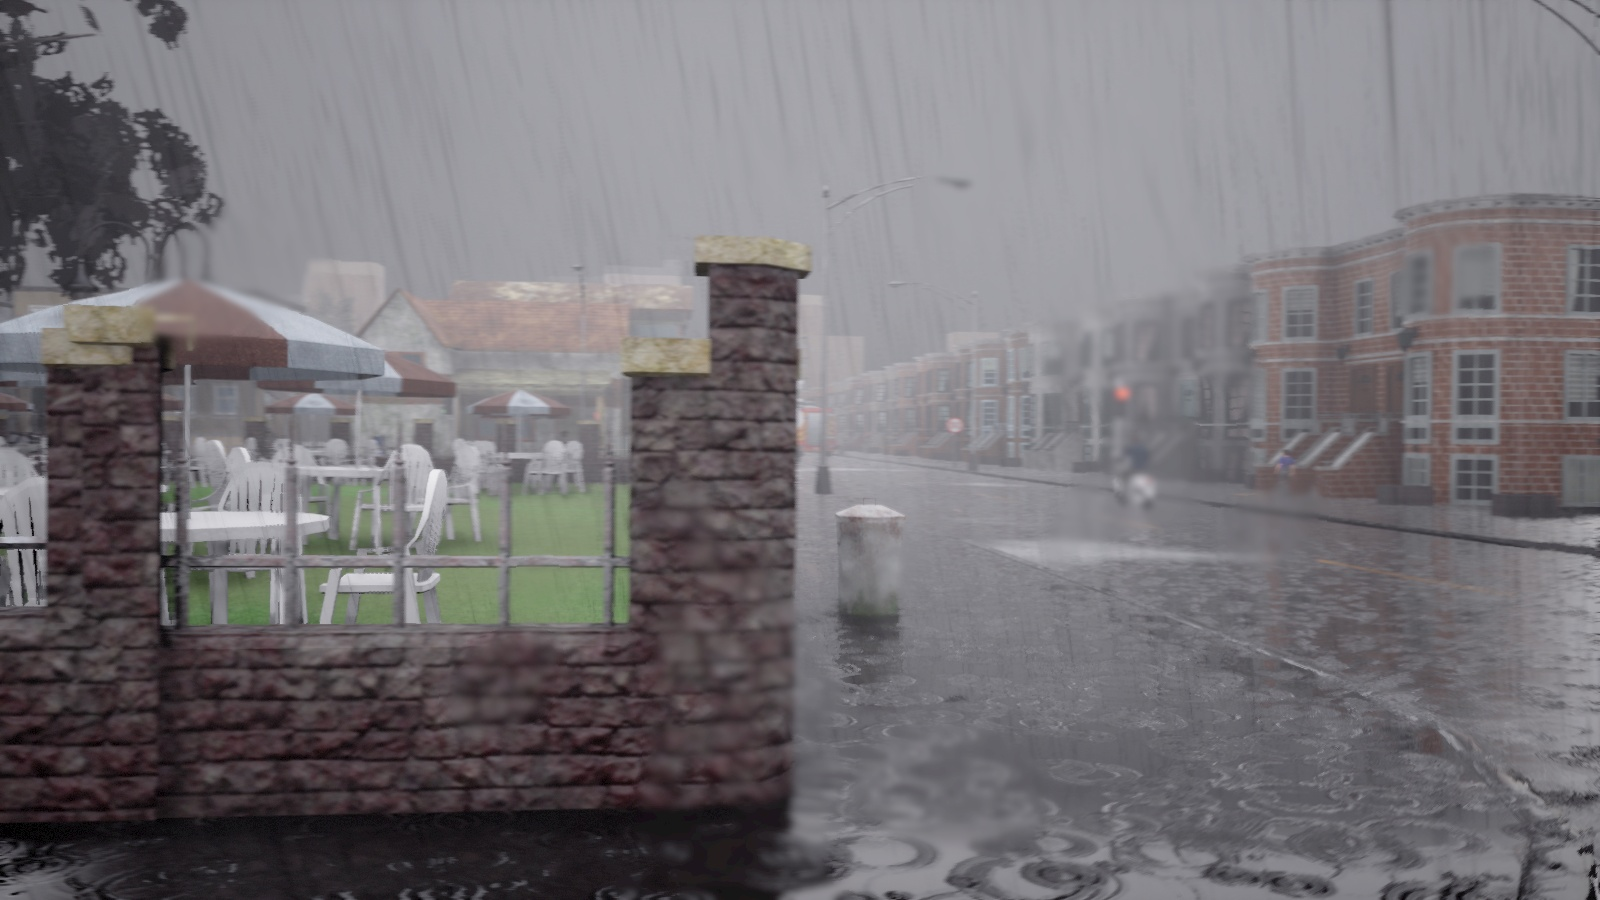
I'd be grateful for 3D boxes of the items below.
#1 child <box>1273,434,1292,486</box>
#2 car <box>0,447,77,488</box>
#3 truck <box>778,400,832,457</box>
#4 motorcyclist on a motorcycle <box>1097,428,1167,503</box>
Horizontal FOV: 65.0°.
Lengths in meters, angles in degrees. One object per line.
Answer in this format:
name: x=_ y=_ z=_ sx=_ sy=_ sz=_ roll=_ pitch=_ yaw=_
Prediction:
child: x=12.015 y=0.244 z=31.277 sx=0.270 sy=1.263 sz=0.437 roll=-1 pitch=1 yaw=-7
car: x=-28.925 y=0.636 z=45.580 sx=4.181 sy=1.385 sz=1.994 roll=-1 pitch=1 yaw=-7
truck: x=0.248 y=-1.516 z=90.153 sx=2.891 sy=3.827 sz=8.468 roll=-1 pitch=1 yaw=-6
motorcyclist on a motorcycle: x=7.225 y=0.315 z=27.399 sx=0.866 sy=1.590 sz=1.817 roll=-1 pitch=1 yaw=-6
